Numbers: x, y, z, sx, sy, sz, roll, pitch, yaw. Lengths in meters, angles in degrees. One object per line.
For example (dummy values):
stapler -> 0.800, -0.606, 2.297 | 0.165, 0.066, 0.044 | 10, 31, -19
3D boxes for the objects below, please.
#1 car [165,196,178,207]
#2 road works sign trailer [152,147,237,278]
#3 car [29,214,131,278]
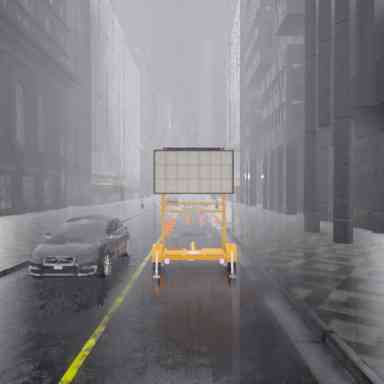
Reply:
car -> -3.114, 1.424, 51.406 | 1.882, 1.535, 5.008 | 0, 0, 0
road works sign trailer -> 0.047, 0.460, 10.120 | 2.380, 3.560, 2.880 | 0, 0, -1
car -> -3.104, 1.500, 10.141 | 1.837, 1.490, 4.892 | 0, 0, 0
